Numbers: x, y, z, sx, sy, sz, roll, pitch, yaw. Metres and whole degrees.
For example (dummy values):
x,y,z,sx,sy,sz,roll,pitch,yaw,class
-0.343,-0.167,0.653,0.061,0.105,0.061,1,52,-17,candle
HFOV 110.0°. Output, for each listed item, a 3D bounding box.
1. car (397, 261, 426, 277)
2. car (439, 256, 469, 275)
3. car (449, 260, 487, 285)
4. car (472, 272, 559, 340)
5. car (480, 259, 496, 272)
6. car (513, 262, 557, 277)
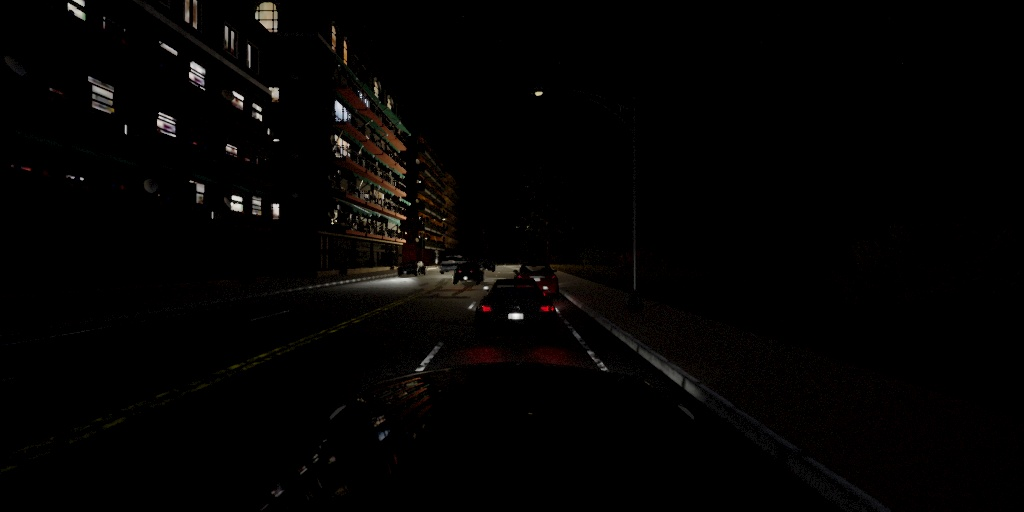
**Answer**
x,y,z,sx,sy,sz,roll,pitch,yaw,class
-9.824,1.243,35.408,2.128,1.511,4.902,0,0,0,car
-6.570,0.973,40.043,2.150,2.045,5.566,0,0,0,car
-3.130,1.255,26.562,1.837,1.490,4.892,0,-1,0,car
0.101,1.315,10.017,1.994,1.385,4.181,0,0,0,car
-3.114,1.352,46.062,1.895,1.301,4.718,0,0,0,car
1.150,1.103,18.596,2.097,1.767,4.553,0,0,0,car
